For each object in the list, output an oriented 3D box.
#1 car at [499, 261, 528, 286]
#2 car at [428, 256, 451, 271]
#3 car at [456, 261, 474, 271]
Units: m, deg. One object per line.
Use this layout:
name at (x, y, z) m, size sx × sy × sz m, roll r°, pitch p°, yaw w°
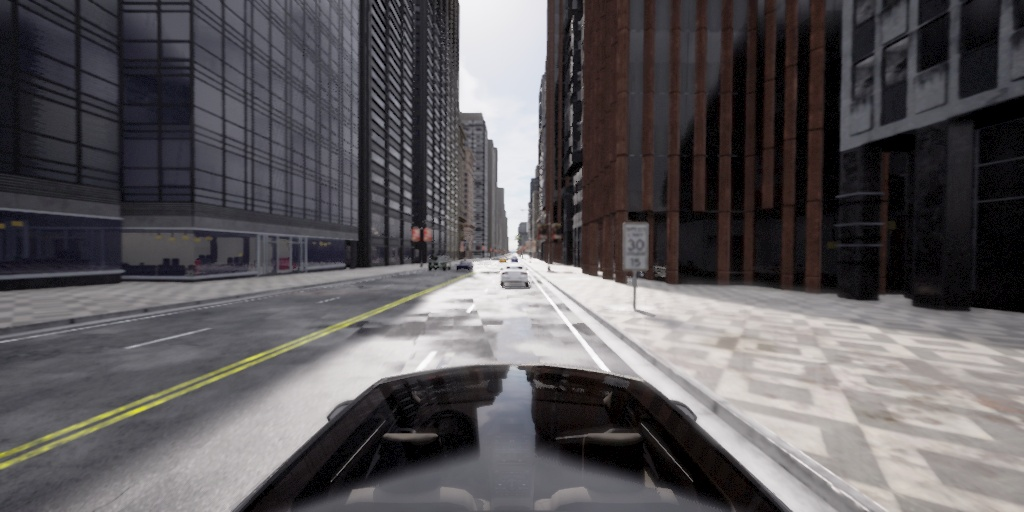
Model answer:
car at (0.170, 1.272, 25.143) m, size 1.812 × 1.442 × 4.674 m, roll 0°, pitch 0°, yaw 0°
car at (-9.403, 0.973, 47.174) m, size 2.150 × 2.045 × 5.566 m, roll 0°, pitch 0°, yaw 0°
car at (-6.155, 1.327, 47.150) m, size 1.895 × 1.301 × 4.718 m, roll 0°, pitch 0°, yaw 0°
